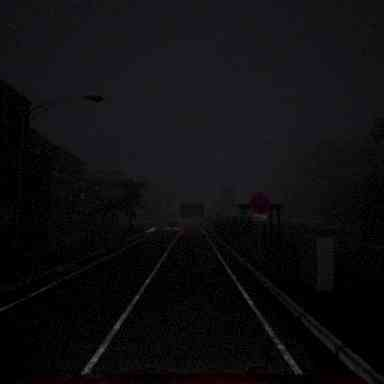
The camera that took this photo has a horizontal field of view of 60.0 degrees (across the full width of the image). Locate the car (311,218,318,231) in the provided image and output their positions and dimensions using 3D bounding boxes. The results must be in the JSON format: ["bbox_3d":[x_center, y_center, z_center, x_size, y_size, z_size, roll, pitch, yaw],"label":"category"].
[{"bbox_3d":[18.848,4.584,43.864,4.792,1.488,2.163,0,-3,0],"label":"car"}]

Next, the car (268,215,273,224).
[{"bbox_3d":[18.814,6.080,68.806,4.792,1.488,2.163,0,-3,0],"label":"car"}]

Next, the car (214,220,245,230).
[{"bbox_3d":[5.732,5.048,51.344,4.674,1.452,2.002,0,-3,0],"label":"car"}]

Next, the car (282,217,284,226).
[{"bbox_3d":[18.794,5.401,57.717,4.892,1.521,2.231,0,-3,0],"label":"car"}]

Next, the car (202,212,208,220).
[{"bbox_3d":[5.667,6.220,76.556,5.566,2.045,2.435,0,-3,0],"label":"car"}]

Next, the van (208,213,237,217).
[{"bbox_3d":[5.601,5.294,59.758,4.442,1.987,1.878,0,-4,0],"label":"van"}]

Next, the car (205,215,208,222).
[{"bbox_3d":[5.709,6.167,70.942,4.892,1.521,2.231,0,-3,0],"label":"car"}]

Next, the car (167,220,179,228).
[{"bbox_3d":[-3.295,5.511,58.055,1.895,1.301,4.718,0,-3,1],"label":"car"}]

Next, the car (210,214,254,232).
[{"bbox_3d":[5.709,4.416,45.765,5.566,2.045,2.435,0,-3,0],"label":"car"}]

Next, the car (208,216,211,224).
[{"bbox_3d":[5.716,5.349,56.943,5.008,1.535,2.097,0,-3,0],"label":"car"}]

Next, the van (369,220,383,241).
[{"bbox_3d":[18.954,3.484,30.028,4.442,1.987,1.878,0,-3,0],"label":"van"}]

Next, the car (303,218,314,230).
[{"bbox_3d":[18.822,4.725,46.636,4.892,1.521,2.231,0,-3,0],"label":"car"}]

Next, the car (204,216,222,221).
[{"bbox_3d":[5.674,7.255,90.538,4.674,1.452,2.002,0,-3,0],"label":"car"}]

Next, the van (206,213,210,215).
[{"bbox_3d":[5.816,6.096,73.758,4.442,1.987,1.878,0,-3,0],"label":"van"}]

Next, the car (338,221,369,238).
[{"bbox_3d":[18.801,4.077,35.552,4.792,1.488,2.163,0,-3,0],"label":"car"}]

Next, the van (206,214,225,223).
[{"bbox_3d":[5.804,6.543,82.154,4.442,1.987,1.878,0,-3,0],"label":"van"}]

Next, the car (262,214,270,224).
[{"bbox_3d":[18.753,5.954,71.593,5.566,2.045,2.435,0,-3,0],"label":"car"}]

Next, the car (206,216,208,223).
[{"bbox_3d":[5.740,5.880,65.338,4.792,1.488,2.163,0,-3,0],"label":"car"}]

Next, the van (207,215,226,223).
[{"bbox_3d":[5.808,6.394,79.355,4.442,1.987,1.878,0,-3,0],"label":"van"}]

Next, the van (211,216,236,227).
[{"bbox_3d":[5.831,5.460,62.555,4.442,1.987,1.878,0,-3,0],"label":"van"}]

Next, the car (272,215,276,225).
[{"bbox_3d":[18.760,5.925,66.028,4.792,1.488,2.163,0,-3,0],"label":"car"}]

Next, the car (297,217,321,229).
[{"bbox_3d":[18.817,4.893,49.406,5.008,1.535,2.097,0,-3,0],"label":"car"}]

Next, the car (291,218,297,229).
[{"bbox_3d":[18.813,5.062,52.177,5.008,1.535,2.097,0,-3,0],"label":"car"}]

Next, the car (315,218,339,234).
[{"bbox_3d":[18.637,4.383,41.096,5.366,1.575,1.946,0,-3,0],"label":"car"}]

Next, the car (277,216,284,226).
[{"bbox_3d":[18.791,5.567,60.490,5.008,1.535,2.097,0,-3,0],"label":"car"}]

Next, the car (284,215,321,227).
[{"bbox_3d":[18.775,4.980,54.963,5.566,2.045,2.435,0,-3,0],"label":"car"}]

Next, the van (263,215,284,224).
[{"bbox_3d":[18.891,6.280,77.136,4.442,1.987,1.878,0,-3,0],"label":"van"}]

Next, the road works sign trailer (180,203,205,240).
[{"bbox_3d":[0.028,2.869,33.078,2.380,3.560,2.880,0,-3,2],"label":"road works sign trailer"}]

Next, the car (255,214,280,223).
[{"bbox_3d":[18.795,6.549,82.680,5.566,2.045,2.435,0,-3,0],"label":"car"}]

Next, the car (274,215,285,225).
[{"bbox_3d":[18.977,5.728,63.263,5.366,1.575,1.946,0,-3,0],"label":"car"}]

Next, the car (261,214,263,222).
[{"bbox_3d":[18.806,6.107,74.365,5.566,2.045,2.435,0,-3,0],"label":"car"}]

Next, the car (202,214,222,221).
[{"bbox_3d":[5.644,7.112,93.352,5.566,2.045,2.435,0,-3,0],"label":"car"}]
